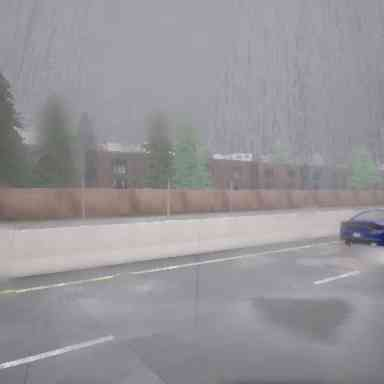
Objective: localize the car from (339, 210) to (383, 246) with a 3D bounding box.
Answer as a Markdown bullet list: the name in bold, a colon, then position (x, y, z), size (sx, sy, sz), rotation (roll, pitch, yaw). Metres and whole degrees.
- **car**: position (8.269, 1.485, 14.066), size (5.008, 1.535, 1.882), rotation (0, 0, -35)
